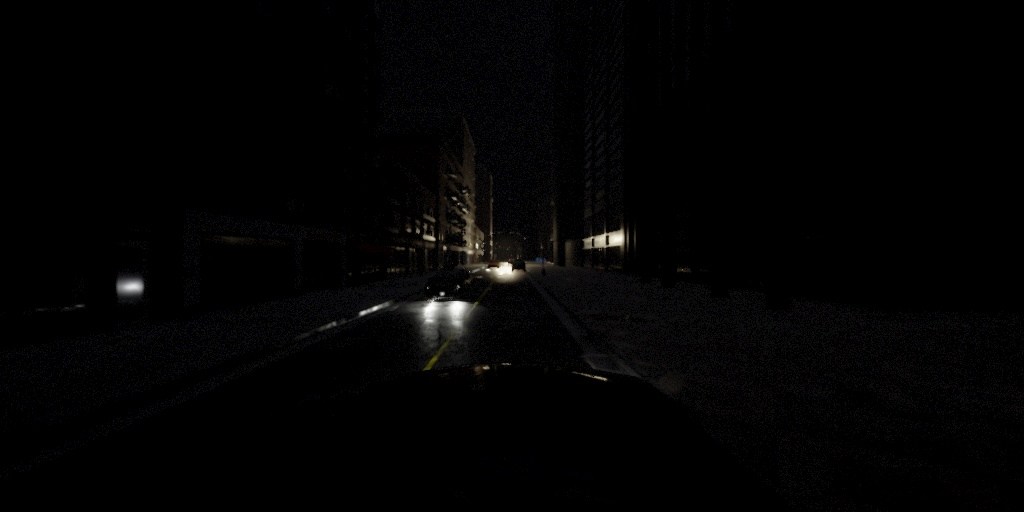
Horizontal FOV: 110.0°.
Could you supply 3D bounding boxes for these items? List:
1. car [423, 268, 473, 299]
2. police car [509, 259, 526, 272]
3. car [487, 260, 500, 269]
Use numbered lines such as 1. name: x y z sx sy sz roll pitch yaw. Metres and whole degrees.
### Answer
1. car: -3.105 1.310 18.623 2.033 1.411 5.357 0 0 0
2. police car: 0.889 1.272 48.540 1.930 1.638 5.238 0 0 0
3. car: -3.054 1.365 59.523 1.882 1.535 5.008 0 0 1
